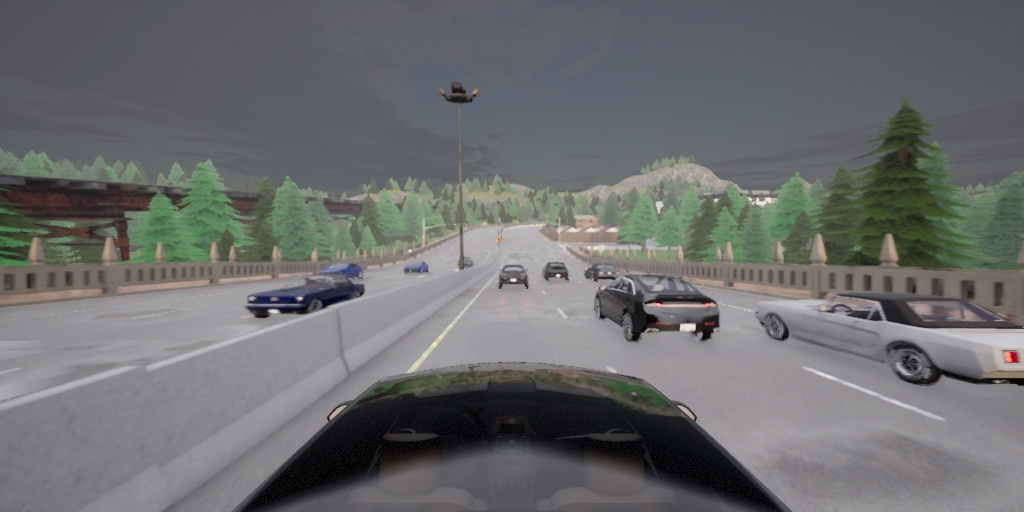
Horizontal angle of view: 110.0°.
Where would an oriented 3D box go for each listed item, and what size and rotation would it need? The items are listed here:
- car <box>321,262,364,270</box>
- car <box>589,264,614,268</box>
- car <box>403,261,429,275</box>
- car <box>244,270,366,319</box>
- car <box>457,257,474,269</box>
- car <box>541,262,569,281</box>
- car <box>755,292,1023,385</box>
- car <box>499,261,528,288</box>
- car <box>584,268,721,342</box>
[{"bbox_3d":[-14.092,1.246,29.853,1.882,1.535,5.008,0,0,0],"label":"car"},{"bbox_3d":[7.100,1.314,28.593,2.033,1.411,5.357,0,0,0],"label":"car"},{"bbox_3d":[-10.583,1.251,39.971,1.882,1.535,5.008,0,0,0],"label":"car"},{"bbox_3d":[-7.100,1.359,12.918,1.895,1.301,4.718,0,0,0],"label":"car"},{"bbox_3d":[-7.054,0.980,55.044,2.097,1.767,4.553,0,2,0],"label":"car"},{"bbox_3d":[3.600,1.272,30.320,1.837,1.490,4.892,0,0,0],"label":"car"},{"bbox_3d":[7.099,1.355,6.958,1.895,1.301,4.718,0,0,0],"label":"car"},{"bbox_3d":[0.099,1.290,23.865,1.812,1.442,4.674,0,0,0],"label":"car"},{"bbox_3d":[3.599,1.247,9.765,2.128,1.511,4.902,0,0,0],"label":"car"}]
